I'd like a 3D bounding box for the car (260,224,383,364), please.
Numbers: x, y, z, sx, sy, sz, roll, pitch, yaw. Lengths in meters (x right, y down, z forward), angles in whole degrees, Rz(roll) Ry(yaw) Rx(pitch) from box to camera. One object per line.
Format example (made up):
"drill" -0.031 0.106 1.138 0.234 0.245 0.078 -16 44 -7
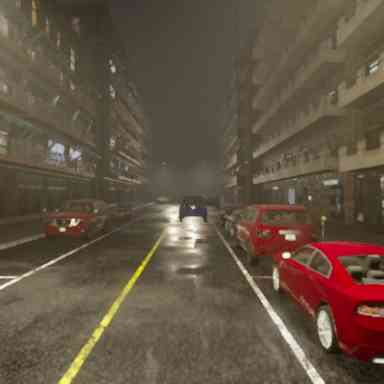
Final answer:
"car" 2.697 1.551 5.952 1.887 1.381 4.507 1 0 0

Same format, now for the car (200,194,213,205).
"car" 2.673 1.384 61.631 2.192 1.841 5.009 1 0 0

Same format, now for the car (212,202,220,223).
"car" 2.688 1.589 22.656 1.947 1.339 4.313 1 0 0

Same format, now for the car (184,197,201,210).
"car" 0.076 1.541 45.995 2.128 1.511 4.902 0 0 0

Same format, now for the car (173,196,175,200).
"car" -5.727 1.641 94.898 1.752 1.417 4.829 1 0 0

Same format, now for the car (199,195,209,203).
"car" 2.665 1.524 72.767 1.967 1.590 4.097 1 0 0

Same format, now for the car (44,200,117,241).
"car" -5.686 1.332 17.117 2.192 1.841 5.009 1 0 0

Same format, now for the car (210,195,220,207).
"car" 2.680 1.364 44.928 2.192 1.841 5.009 1 0 0

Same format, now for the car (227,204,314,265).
"car" 2.697 1.327 11.519 2.192 1.841 5.009 1 0 0

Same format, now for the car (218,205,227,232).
"car" 2.691 1.568 17.088 2.008 1.369 4.403 1 0 0

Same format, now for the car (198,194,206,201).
"car" 2.659 1.423 89.472 2.192 1.841 5.009 1 0 0

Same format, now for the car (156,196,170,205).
"car" -5.711 1.620 61.660 2.008 1.369 4.403 1 0 0

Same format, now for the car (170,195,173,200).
"car" -5.716 1.609 72.627 1.752 1.417 4.829 1 0 0

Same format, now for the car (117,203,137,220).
"car" -5.695 1.611 28.253 1.802 1.307 4.206 1 0 0

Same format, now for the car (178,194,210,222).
"car" 0.086 1.250 26.915 2.150 2.045 5.566 0 0 0
